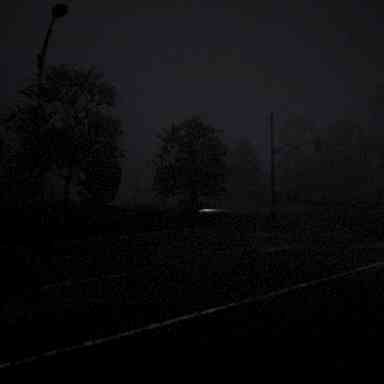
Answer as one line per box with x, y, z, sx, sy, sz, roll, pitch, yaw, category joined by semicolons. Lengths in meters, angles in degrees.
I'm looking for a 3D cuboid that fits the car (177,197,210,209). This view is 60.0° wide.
0.115;1.222;37.002;1.994;1.385;4.181;-2;1;-38;car
